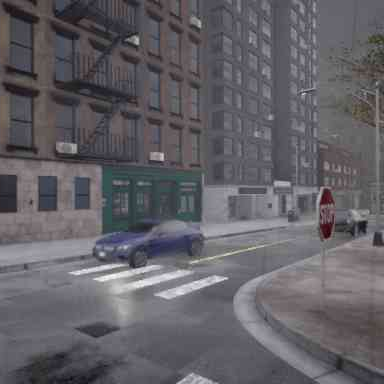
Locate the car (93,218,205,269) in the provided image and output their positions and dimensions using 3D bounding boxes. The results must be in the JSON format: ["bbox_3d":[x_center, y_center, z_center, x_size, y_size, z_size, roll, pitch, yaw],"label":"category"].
[{"bbox_3d":[-1.351,1.717,12.169,1.812,1.442,4.674,0,-1,38],"label":"car"}]

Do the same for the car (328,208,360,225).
[{"bbox_3d":[15.087,2.366,32.880,1.994,1.385,4.181,0,-2,39],"label":"car"}]

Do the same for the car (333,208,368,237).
[{"bbox_3d":[9.996,1.854,21.733,2.097,1.767,4.553,0,-2,38],"label":"car"}]
